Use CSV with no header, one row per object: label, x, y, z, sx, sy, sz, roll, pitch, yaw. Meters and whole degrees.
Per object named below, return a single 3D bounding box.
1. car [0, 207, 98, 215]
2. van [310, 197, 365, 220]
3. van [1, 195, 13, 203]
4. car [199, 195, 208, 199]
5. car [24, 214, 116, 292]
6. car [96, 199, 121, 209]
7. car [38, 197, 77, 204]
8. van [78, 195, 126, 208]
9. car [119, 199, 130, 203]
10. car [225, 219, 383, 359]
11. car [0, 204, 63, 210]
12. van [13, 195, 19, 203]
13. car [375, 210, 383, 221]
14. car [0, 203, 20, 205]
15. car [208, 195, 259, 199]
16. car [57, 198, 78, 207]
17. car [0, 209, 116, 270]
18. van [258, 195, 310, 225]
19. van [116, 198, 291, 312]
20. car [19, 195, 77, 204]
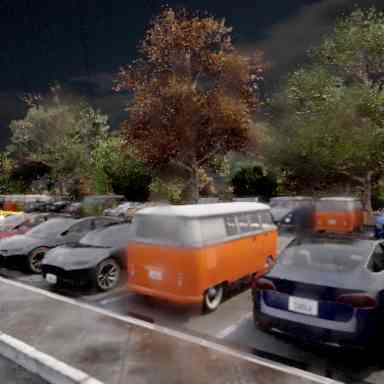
car,-6.252,1.539,12.631,2.163,1.488,4.792,0,0,36
van,8.293,1.260,18.454,1.878,1.987,4.442,0,0,36
van,-18.683,1.340,37.879,1.878,1.987,4.442,0,0,36
car,1.465,1.255,23.193,2.435,2.045,5.566,0,0,36
car,-1.746,1.526,9.386,2.163,1.488,4.792,0,0,36
car,-5.362,1.566,28.147,2.002,1.452,4.674,0,0,36
car,-12.010,1.546,32.924,2.097,1.535,5.008,0,0,36
van,-7.545,1.307,29.859,1.878,1.987,4.442,0,0,36
car,-3.018,1.519,26.449,2.097,1.535,5.008,0,0,36
car,2.795,1.512,6.189,2.163,1.488,4.792,0,0,36
car,-8.596,1.513,14.126,1.946,1.575,5.366,0,0,36
van,-16.537,1.334,36.334,1.878,1.987,4.442,0,0,36
car,10.477,1.479,16.745,2.097,1.535,5.008,0,0,36
car,-10.737,1.524,15.904,2.231,1.521,4.892,0,0,36
car,3.713,1.248,21.574,2.435,2.045,5.566,0,0,36
car,-9.759,1.579,31.307,2.002,1.452,4.674,0,0,36
car,-3.999,1.532,11.008,2.163,1.488,4.792,0,0,36
van,5.909,1.267,19.884,1.878,1.987,4.442,0,0,36
van,0.592,1.264,7.883,1.878,1.987,4.442,0,0,36
car,-14.373,1.302,34.597,2.435,2.045,5.566,0,0,36
